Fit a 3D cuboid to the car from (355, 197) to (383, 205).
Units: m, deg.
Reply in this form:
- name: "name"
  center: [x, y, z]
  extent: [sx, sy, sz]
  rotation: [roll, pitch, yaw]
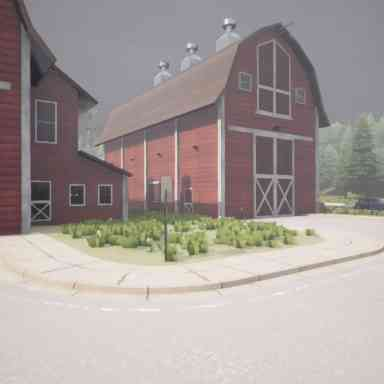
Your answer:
- name: "car"
  center: [20.146, 1.387, 36.101]
  extent: [2.097, 1.767, 4.553]
  rotation: [0, 0, -34]
